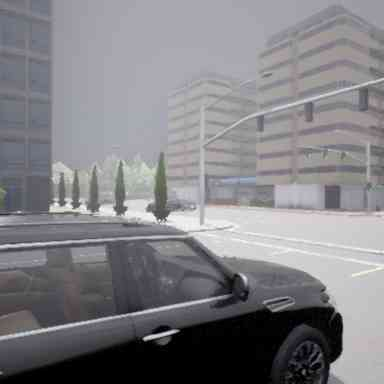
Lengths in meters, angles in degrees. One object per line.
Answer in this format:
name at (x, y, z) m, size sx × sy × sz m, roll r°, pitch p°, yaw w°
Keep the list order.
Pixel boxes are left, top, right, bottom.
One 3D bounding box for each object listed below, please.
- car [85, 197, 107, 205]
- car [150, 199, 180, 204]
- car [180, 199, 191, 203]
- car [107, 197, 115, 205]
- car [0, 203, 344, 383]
car at (-17.291, 1.480, 58.576) m, size 2.097 × 1.767 × 4.553 m, roll 0°, pitch 0°, yaw -34°
car at (-3.671, 1.689, 38.948) m, size 1.994 × 1.385 × 4.181 m, roll 0°, pitch 0°, yaw -35°
car at (-1.284, 1.639, 41.647) m, size 2.128 × 1.511 × 4.902 m, roll 0°, pitch 0°, yaw -35°
car at (-14.820, 1.658, 61.164) m, size 1.837 × 1.490 × 4.892 m, roll 0°, pitch -1°, yaw -34°
car at (-0.896, 1.228, 3.175) m, size 5.566 × 2.045 × 2.150 m, roll 0°, pitch 0°, yaw -35°
